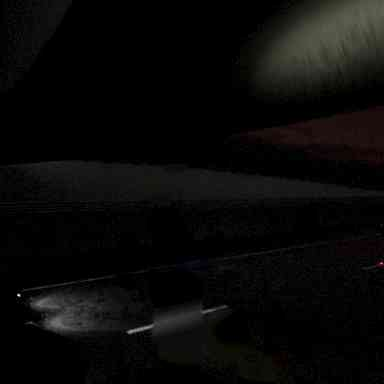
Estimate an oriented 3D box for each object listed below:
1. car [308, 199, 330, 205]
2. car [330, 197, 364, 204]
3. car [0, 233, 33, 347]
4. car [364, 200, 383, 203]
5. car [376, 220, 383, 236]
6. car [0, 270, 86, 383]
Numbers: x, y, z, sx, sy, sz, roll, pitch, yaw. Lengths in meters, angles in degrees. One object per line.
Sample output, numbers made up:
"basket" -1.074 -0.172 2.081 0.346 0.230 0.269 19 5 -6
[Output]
"car" 16.620 1.508 41.594 4.718 1.301 1.895 0 0 -35
"car" 18.647 1.384 38.745 5.008 1.535 1.882 0 0 -35
"car" -5.193 1.555 4.343 5.357 1.411 2.033 0 0 -36
"car" 21.111 1.507 36.202 4.718 1.301 1.895 0 0 -35
"car" 10.754 1.543 15.698 4.718 1.301 1.895 0 0 -35
"car" -3.056 1.484 1.569 5.008 1.535 1.882 0 0 -35
